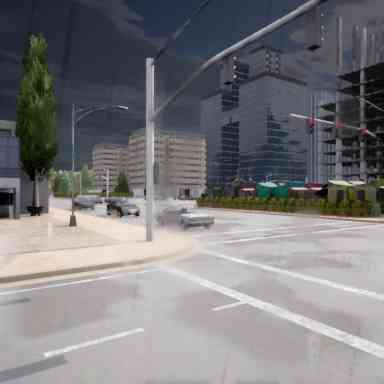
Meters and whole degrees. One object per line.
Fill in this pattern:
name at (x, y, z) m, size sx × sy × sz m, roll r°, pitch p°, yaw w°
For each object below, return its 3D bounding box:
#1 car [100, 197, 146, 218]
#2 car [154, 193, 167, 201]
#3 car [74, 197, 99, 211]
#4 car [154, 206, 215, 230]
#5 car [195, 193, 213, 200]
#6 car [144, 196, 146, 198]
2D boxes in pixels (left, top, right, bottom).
car at (-6.292, 1.491, 30.090) m, size 2.128 × 1.511 × 4.902 m, roll 0°, pitch 0°, yaw -33°
car at (-7.811, 1.156, 78.618) m, size 3.866 × 1.878 × 1.905 m, roll 0°, pitch 0°, yaw -34°
car at (-13.524, 1.505, 41.411) m, size 1.837 × 1.490 × 4.892 m, roll 0°, pitch 0°, yaw -33°
car at (-0.563, 1.601, 21.138) m, size 1.895 × 1.301 × 4.718 m, roll 0°, pitch 0°, yaw -33°
car at (3.221, 1.156, 62.389) m, size 3.866 × 1.878 × 1.905 m, roll 0°, pitch 0°, yaw -34°
car at (-9.389, 1.153, 81.045) m, size 4.605 × 1.855 × 1.932 m, roll 0°, pitch 0°, yaw -34°
